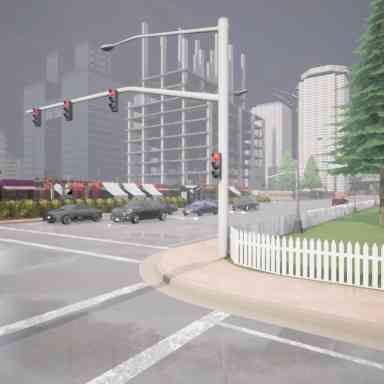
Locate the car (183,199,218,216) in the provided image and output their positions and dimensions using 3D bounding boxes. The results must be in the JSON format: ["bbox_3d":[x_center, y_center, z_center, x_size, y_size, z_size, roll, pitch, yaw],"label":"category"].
[{"bbox_3d":[0.959,1.526,32.484,1.812,1.442,4.674,0,0,34],"label":"car"}]

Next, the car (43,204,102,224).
[{"bbox_3d":[-8.699,1.564,24.463,1.994,1.385,4.181,0,0,34],"label":"car"}]

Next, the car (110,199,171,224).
[{"bbox_3d":[-3.986,1.352,25.185,2.097,1.767,4.553,0,0,34],"label":"car"}]

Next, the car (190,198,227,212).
[{"bbox_3d":[2.119,1.547,40.471,2.033,1.411,5.357,0,0,34],"label":"car"}]

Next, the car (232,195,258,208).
[{"bbox_3d":[7.809,1.352,48.821,2.097,1.767,4.553,0,0,34],"label":"car"}]

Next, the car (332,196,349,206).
[{"bbox_3d":[23.981,1.478,53.722,1.882,1.535,5.008,0,0,34],"label":"car"}]

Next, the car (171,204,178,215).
[{"bbox_3d":[-3.524,1.547,32.122,2.033,1.411,5.357,0,0,34],"label":"car"}]

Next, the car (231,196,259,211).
[{"bbox_3d":[6.587,1.505,40.815,1.837,1.490,4.892,0,0,34],"label":"car"}]
